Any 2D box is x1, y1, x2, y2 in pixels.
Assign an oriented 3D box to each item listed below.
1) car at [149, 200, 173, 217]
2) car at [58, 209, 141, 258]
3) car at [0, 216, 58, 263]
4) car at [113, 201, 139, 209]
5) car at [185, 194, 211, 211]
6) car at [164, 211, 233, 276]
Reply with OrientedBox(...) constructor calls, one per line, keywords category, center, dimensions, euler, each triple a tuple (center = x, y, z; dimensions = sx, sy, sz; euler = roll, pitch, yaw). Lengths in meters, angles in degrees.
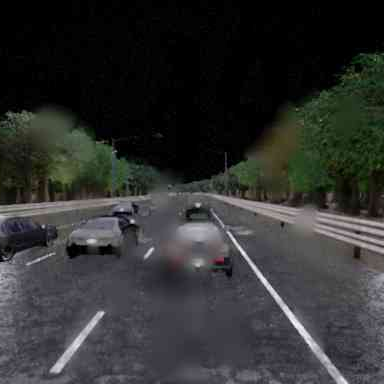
OrientedBox(category="car", center=(-2.912, 1.522, 31.887), dimensions=(2.128, 1.511, 4.902), euler=(0, 0, 1))
OrientedBox(category="car", center=(-3.246, 1.584, 12.911), dimensions=(1.994, 1.385, 4.181), euler=(0, 0, 1))
OrientedBox(category="car", center=(-6.764, 1.565, 11.993), dimensions=(2.033, 1.411, 5.357), euler=(0, 0, 1))
OrientedBox(category="car", center=(-6.400, 1.594, 32.567), dimensions=(1.994, 1.385, 4.181), euler=(0, 0, 1))
OrientedBox(category="car", center=(0.572, 1.253, 30.875), dimensions=(2.150, 2.045, 5.566), euler=(0, 0, 1))
OrientedBox(category="car", center=(0.206, 1.543, 10.319), dimensions=(1.812, 1.442, 4.674), euler=(0, 0, 1))
